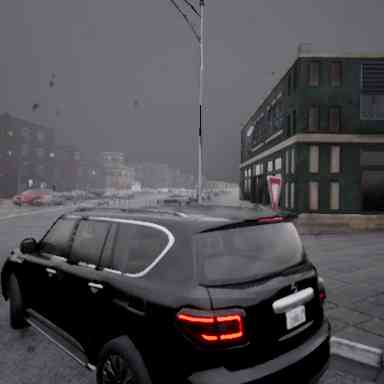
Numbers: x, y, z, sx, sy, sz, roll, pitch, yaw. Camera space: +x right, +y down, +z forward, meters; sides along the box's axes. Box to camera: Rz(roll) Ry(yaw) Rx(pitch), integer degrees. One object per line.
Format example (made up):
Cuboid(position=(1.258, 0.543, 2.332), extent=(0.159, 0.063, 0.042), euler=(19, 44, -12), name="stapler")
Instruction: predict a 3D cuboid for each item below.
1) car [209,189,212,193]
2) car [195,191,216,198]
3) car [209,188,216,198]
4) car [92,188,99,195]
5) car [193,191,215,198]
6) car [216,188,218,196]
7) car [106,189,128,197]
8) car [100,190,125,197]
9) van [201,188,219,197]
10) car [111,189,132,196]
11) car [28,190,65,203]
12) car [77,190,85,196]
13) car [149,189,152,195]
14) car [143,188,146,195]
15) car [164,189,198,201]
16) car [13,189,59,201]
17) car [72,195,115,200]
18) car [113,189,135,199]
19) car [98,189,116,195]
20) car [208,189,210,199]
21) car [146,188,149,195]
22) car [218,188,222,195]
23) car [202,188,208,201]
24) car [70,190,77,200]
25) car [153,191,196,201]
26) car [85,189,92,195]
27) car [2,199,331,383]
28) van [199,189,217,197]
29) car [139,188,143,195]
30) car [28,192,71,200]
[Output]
Cuboid(position=(0.857, 0.727, 64.059), extent=(4.892, 1.521, 2.231), euler=(1, 1, 10), name="car")
Cuboid(position=(3.162, 0.517, 77.760), extent=(4.674, 1.452, 2.002), euler=(1, 1, 10), name="car")
Cuboid(position=(1.344, 0.424, 66.788), extent=(5.566, 2.045, 2.435), euler=(1, 1, 10), name="car")
Cuboid(position=(-20.114, 0.593, 61.032), extent=(4.892, 1.521, 2.231), euler=(1, 1, 10), name="car")
Cuboid(position=(2.710, 0.564, 75.084), extent=(4.674, 1.452, 2.002), euler=(1, 1, 10), name="car")
Cuboid(position=(2.235, 0.321, 72.402), extent=(5.566, 2.045, 2.435), euler=(1, 1, 10), name="car")
Cuboid(position=(-17.394, 0.174, 77.345), extent=(4.553, 1.767, 2.185), euler=(1, 1, 10), name="car")
Cuboid(position=(-17.827, 0.348, 74.625), extent=(5.008, 1.535, 2.097), euler=(1, 1, 10), name="car")
Cuboid(position=(4.671, 0.115, 85.954), extent=(4.442, 1.987, 1.878), euler=(1, 1, 10), name="van")
Cuboid(position=(-16.937, 0.128, 80.064), extent=(4.553, 1.767, 2.185), euler=(1, 1, 10), name="car")
Cuboid(position=(-21.905, 0.635, 50.140), extent=(4.553, 1.767, 2.185), euler=(1, 1, 10), name="car")
Cuboid(position=(-21.020, 0.720, 55.588), extent=(4.674, 1.452, 2.002), euler=(1, 1, 10), name="car")
Cuboid(position=(-14.616, 0.038, 93.652), extent=(4.892, 1.521, 2.231), euler=(1, 1, 10), name="car")
Cuboid(position=(-15.530, 0.121, 88.216), extent=(4.892, 1.521, 2.231), euler=(1, 1, 10), name="car")
Cuboid(position=(-1.433, 0.840, 50.346), extent=(4.553, 1.767, 2.185), euler=(1, 1, 10), name="car")
Cuboid(position=(-19.166, 0.670, 40.609), extent=(2.150, 2.045, 5.566), euler=(1, 1, 13), name="car")
Cuboid(position=(-8.521, 1.273, 29.124), extent=(1.994, 1.385, 4.181), euler=(1, 1, 1), name="car")
Cuboid(position=(-12.308, 0.680, 61.513), extent=(1.837, 1.490, 4.892), euler=(1, 1, 10), name="car")
Cuboid(position=(-15.218, 0.639, 62.282), extent=(1.837, 1.490, 4.892), euler=(1, 1, 10), name="car")
Cuboid(position=(0.403, 0.775, 61.444), extent=(5.008, 1.535, 2.097), euler=(1, 1, 10), name="car")
Cuboid(position=(-15.073, 0.080, 90.935), extent=(4.892, 1.521, 2.231), euler=(1, 1, 10), name="car")
Cuboid(position=(3.658, 0.179, 80.489), extent=(5.566, 2.045, 2.435), euler=(1, 1, 10), name="car")
Cuboid(position=(-0.044, 0.703, 58.572), extent=(4.553, 1.767, 2.185), euler=(1, 1, 10), name="car")
Cuboid(position=(-21.485, 0.722, 52.872), extent=(5.008, 1.535, 2.097), euler=(1, 1, 10), name="car")
Cuboid(position=(-2.400, 1.063, 44.999), extent=(4.792, 1.488, 2.163), euler=(1, 1, 10), name="car")
Cuboid(position=(-20.533, 0.512, 58.300), extent=(4.553, 1.767, 2.185), euler=(1, 1, 10), name="car")
Cuboid(position=(-0.937, 1.207, 4.827), extent=(2.150, 2.045, 5.566), euler=(0, -1, -43), name="car")
Cuboid(position=(3.979, 0.156, 83.255), extent=(4.442, 1.987, 1.878), euler=(1, 1, 10), name="van")
Cuboid(position=(-15.987, 0.165, 85.497), extent=(4.892, 1.521, 2.231), euler=(1, 1, 10), name="car")
Cuboid(position=(-16.542, 1.063, 38.888), extent=(1.994, 1.385, 4.181), euler=(1, 1, 14), name="car")
